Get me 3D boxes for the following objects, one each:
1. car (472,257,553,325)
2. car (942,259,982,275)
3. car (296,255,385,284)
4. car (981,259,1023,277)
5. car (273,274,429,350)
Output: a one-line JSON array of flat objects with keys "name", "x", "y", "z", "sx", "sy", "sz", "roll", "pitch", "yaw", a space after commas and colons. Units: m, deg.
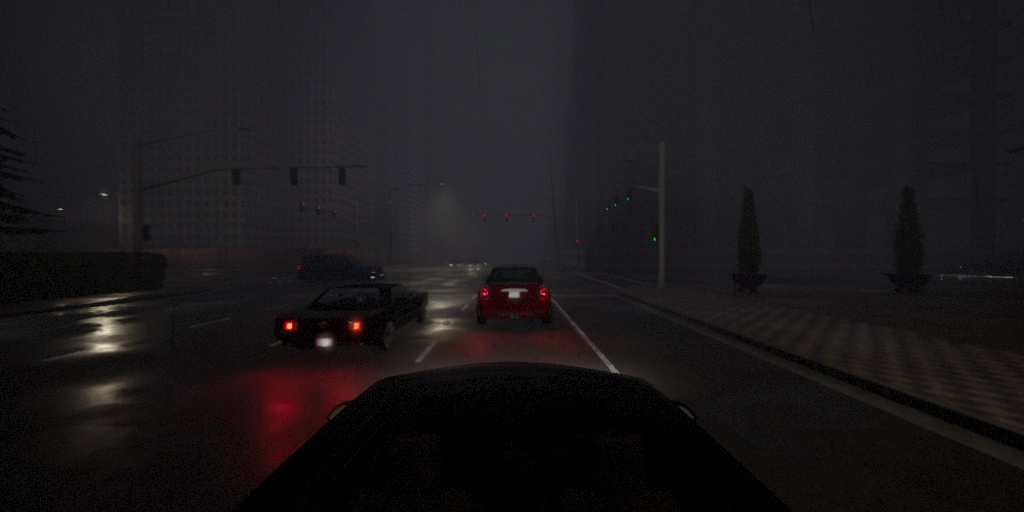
[{"name": "car", "x": 0.074, "y": 1.029, "z": 11.627, "sx": 2.097, "sy": 1.767, "sz": 4.553, "roll": 0, "pitch": 0, "yaw": 0}, {"name": "car", "x": 44.796, "y": 1.011, "z": 34.713, "sx": 4.892, "sy": 1.490, "sz": 1.837, "roll": 1, "pitch": 0, "yaw": 1}, {"name": "car", "x": -11.681, "y": 0.935, "z": 24.540, "sx": 5.566, "sy": 2.045, "sz": 2.150, "roll": 0, "pitch": 0, "yaw": 0}, {"name": "car", "x": 44.524, "y": 1.095, "z": 31.218, "sx": 4.181, "sy": 1.385, "sz": 1.994, "roll": 0, "pitch": 0, "yaw": 1}, {"name": "car", "x": -3.437, "y": 1.298, "z": 8.847, "sx": 1.895, "sy": 1.301, "sz": 4.718, "roll": 0, "pitch": 0, "yaw": 0}]
